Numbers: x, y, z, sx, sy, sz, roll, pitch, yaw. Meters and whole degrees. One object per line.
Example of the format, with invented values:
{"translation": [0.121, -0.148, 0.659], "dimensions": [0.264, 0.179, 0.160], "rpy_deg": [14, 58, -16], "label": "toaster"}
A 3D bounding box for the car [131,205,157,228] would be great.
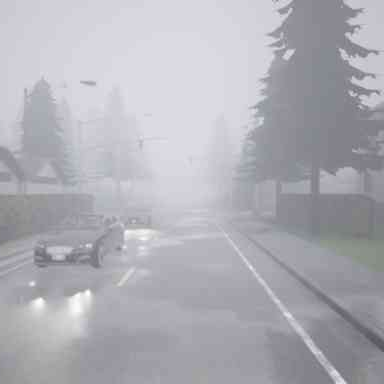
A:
{"translation": [-3.498, 1.571, 22.159], "dimensions": [1.994, 1.385, 4.181], "rpy_deg": [0, 0, 0], "label": "car"}

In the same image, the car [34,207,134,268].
{"translation": [-3.580, 1.494, 11.395], "dimensions": [2.128, 1.511, 4.902], "rpy_deg": [0, 0, 0], "label": "car"}
